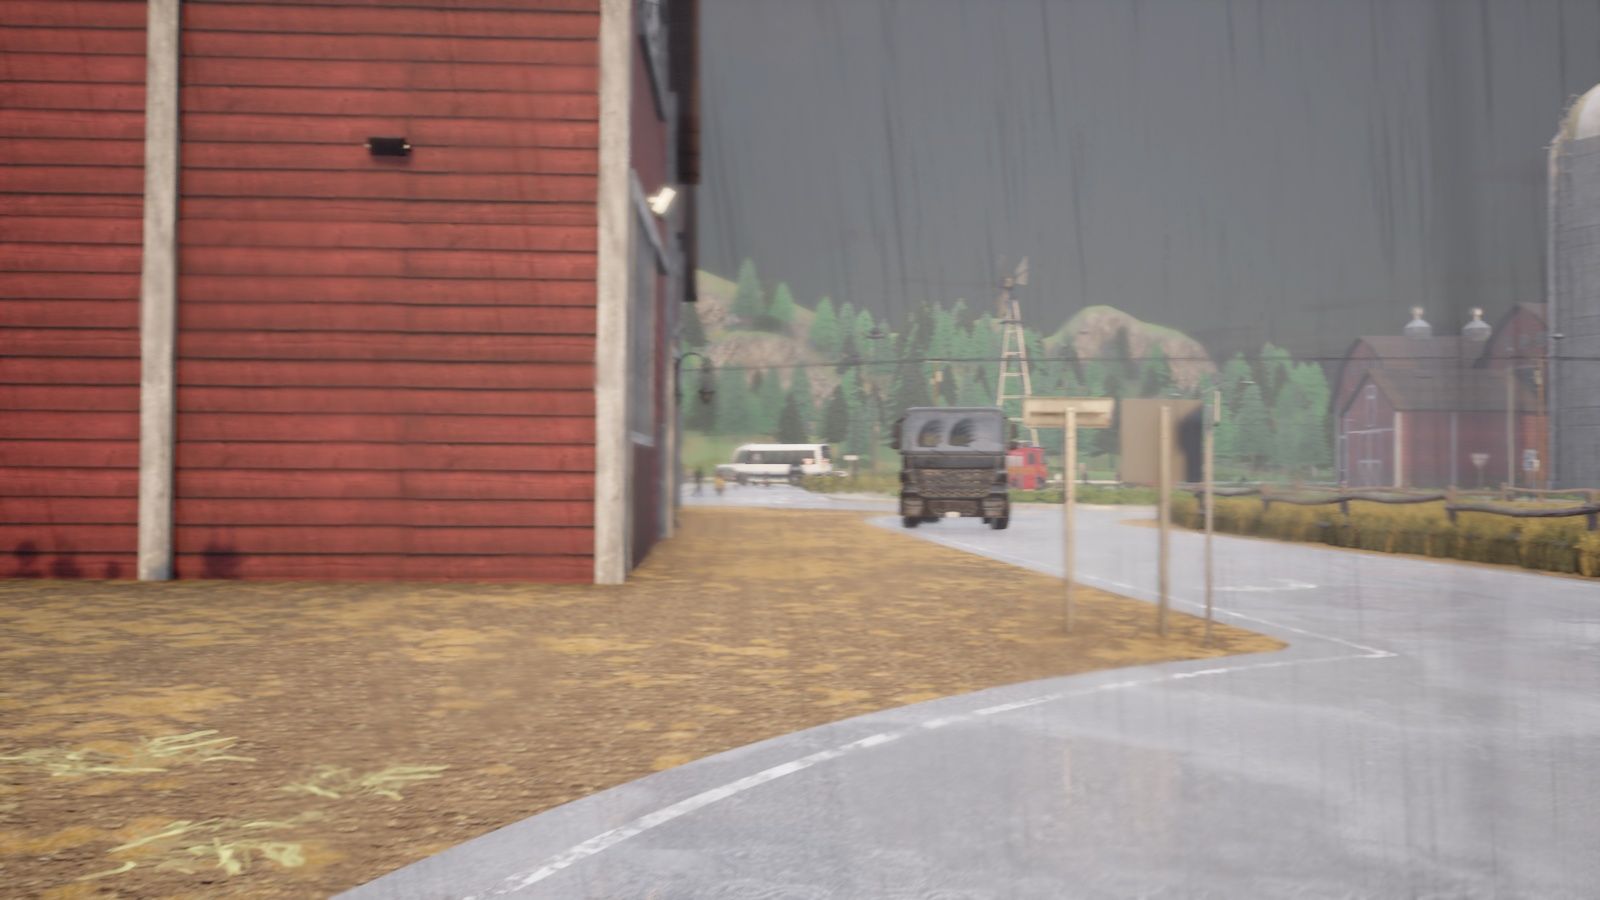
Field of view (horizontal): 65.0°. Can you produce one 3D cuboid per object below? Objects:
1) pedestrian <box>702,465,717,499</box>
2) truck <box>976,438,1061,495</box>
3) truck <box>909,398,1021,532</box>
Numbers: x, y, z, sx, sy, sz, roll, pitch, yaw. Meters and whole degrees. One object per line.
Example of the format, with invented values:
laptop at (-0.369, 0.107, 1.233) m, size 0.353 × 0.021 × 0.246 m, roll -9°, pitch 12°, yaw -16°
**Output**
pedestrian at (-5.114, 1.805, 71.036) m, size 0.788 × 1.949 × 0.423 m, roll -1°, pitch -1°, yaw 40°
truck at (15.571, 1.166, 88.926) m, size 2.891 × 3.827 × 8.468 m, roll -1°, pitch -1°, yaw 32°
truck at (4.949, 0.458, 36.719) m, size 2.891 × 3.462 × 7.936 m, roll 0°, pitch -1°, yaw 9°
